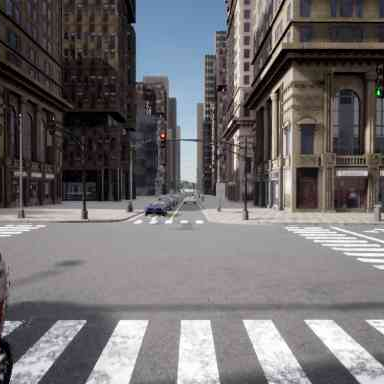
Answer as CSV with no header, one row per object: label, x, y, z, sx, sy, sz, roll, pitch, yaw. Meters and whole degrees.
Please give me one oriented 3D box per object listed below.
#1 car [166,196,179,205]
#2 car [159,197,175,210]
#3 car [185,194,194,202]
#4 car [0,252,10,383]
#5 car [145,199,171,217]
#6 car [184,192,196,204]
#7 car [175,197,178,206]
car,-3.522,1.532,60.926,2.033,1.411,5.357,0,0,0
car,-3.429,1.493,40.918,1.837,1.490,4.892,0,0,0
car,-0.536,1.338,72.844,2.097,1.767,4.553,0,0,0
car,-3.590,1.351,4.228,2.097,1.767,4.553,-1,0,-27
car,-3.354,1.592,31.589,1.895,1.301,4.718,0,0,-1
car,-0.381,1.206,62.418,2.150,2.045,5.566,0,0,0
car,-3.485,1.512,50.248,1.812,1.442,4.674,0,0,-1
